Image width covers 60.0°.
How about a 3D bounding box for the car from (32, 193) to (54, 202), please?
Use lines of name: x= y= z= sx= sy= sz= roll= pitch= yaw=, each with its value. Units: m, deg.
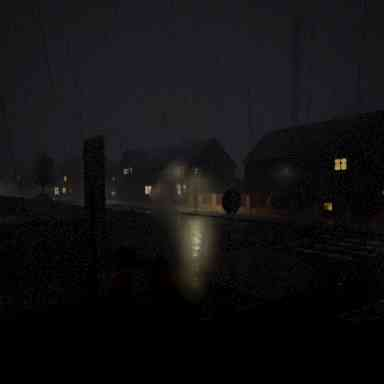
car: x=-20.420 y=0.919 z=45.536 sx=1.837 sy=1.490 sz=4.892 roll=-2 pitch=2 yaw=-40
